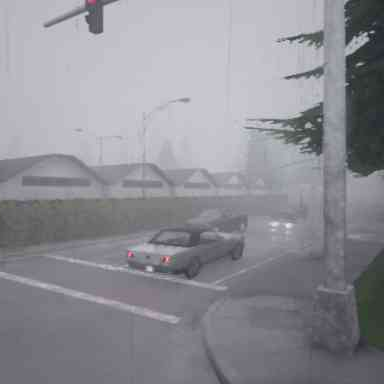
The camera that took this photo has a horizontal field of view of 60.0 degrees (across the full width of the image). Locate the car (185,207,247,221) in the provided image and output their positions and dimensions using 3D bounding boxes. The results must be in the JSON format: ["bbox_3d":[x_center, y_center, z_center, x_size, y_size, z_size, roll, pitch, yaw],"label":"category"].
[{"bbox_3d":[1.446,1.692,19.302,1.882,1.535,5.008,0,0,36],"label":"car"}]

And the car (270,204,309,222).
[{"bbox_3d":[8.810,1.761,29.507,2.033,1.411,5.357,0,0,36],"label":"car"}]

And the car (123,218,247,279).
[{"bbox_3d":[0.050,1.814,11.012,1.895,1.301,4.718,0,0,33],"label":"car"}]
